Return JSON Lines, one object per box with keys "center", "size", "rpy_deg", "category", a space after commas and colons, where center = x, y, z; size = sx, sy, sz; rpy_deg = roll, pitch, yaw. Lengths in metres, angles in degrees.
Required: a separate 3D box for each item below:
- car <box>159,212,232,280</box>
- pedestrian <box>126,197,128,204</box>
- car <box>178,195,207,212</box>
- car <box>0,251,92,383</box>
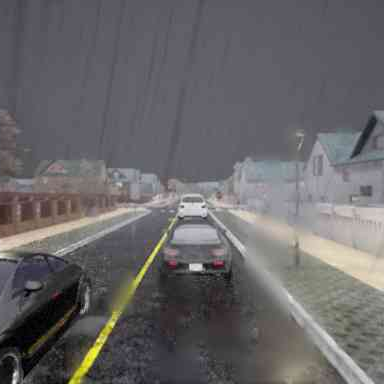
{"center": [0.086, 1.529, 9.810], "size": [1.812, 1.442, 4.674], "rpy_deg": [0, 0, 0], "category": "car"}
{"center": [-9.738, 1.285, 49.760], "size": [0.500, 1.100, 0.500], "rpy_deg": [0, 0, 1], "category": "pedestrian"}
{"center": [0.064, 1.236, 26.842], "size": [2.150, 2.045, 5.566], "rpy_deg": [0, 0, 0], "category": "car"}
{"center": [-2.855, 1.566, 4.560], "size": [1.994, 1.385, 4.181], "rpy_deg": [0, 0, 0], "category": "car"}
